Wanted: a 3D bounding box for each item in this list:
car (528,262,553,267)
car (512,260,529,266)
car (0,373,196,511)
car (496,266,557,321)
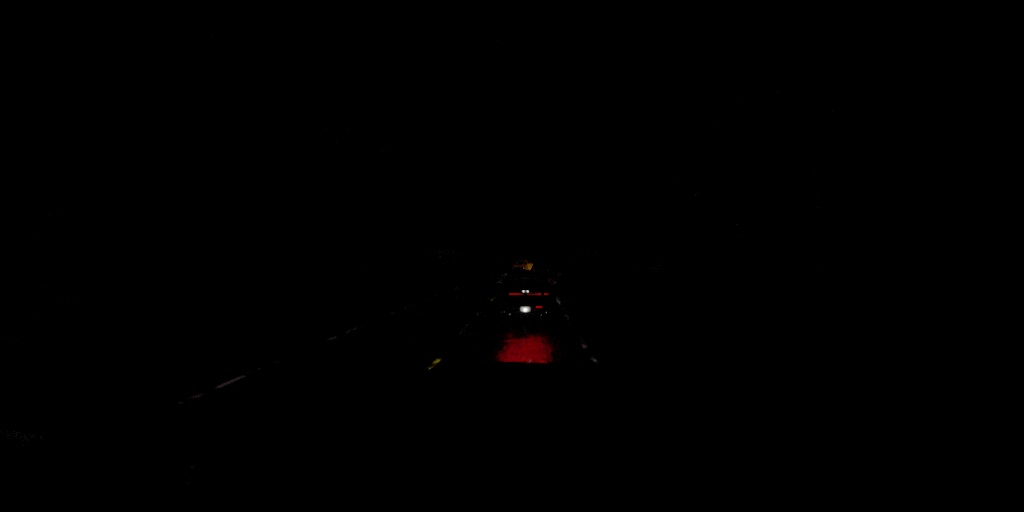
[{"bbox_3d":[3.017,1.353,34.666,1.895,1.301,4.718,0,0,10],"label":"car"},{"bbox_3d":[1.202,1.219,42.160,1.882,1.535,5.008,0,0,12],"label":"car"},{"bbox_3d":[-3.034,1.234,0.296,2.128,1.511,4.902,0,0,0],"label":"car"},{"bbox_3d":[0.513,1.267,12.593,1.837,1.490,4.892,0,0,3],"label":"car"}]
